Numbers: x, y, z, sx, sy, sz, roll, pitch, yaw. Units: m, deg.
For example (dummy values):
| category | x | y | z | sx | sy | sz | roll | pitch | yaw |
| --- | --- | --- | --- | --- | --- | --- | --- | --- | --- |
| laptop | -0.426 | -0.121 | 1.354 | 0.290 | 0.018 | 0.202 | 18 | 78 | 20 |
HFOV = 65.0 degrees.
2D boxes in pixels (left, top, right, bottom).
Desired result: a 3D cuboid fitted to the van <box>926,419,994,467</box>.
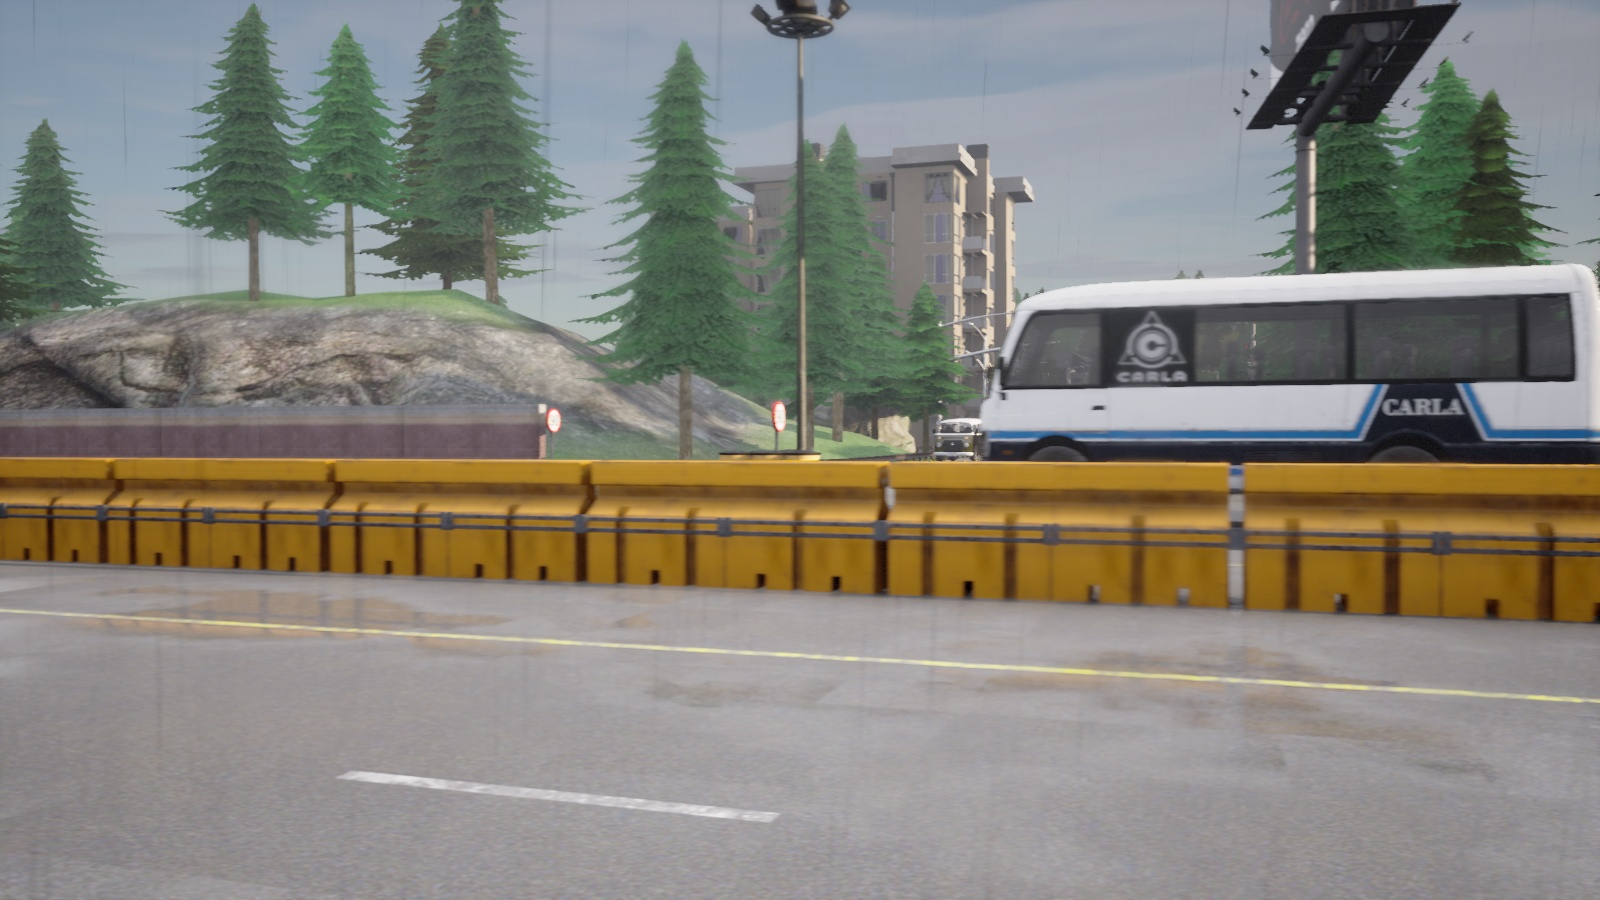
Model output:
| category | x | y | z | sx | sy | sz | roll | pitch | yaw |
| --- | --- | --- | --- | --- | --- | --- | --- | --- | --- |
| van | 7.196 | -0.342 | 56.151 | 2.069 | 2.038 | 4.480 | 1 | 1 | 19 |

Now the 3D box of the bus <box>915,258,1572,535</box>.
| category | x | y | z | sx | sy | sz | roll | pitch | yaw |
| --- | --- | --- | --- | --- | --- | --- | --- | --- | --- |
| bus | 7.577 | -0.886 | 22.778 | 10.273 | 4.253 | 3.944 | 1 | 1 | 19 |
